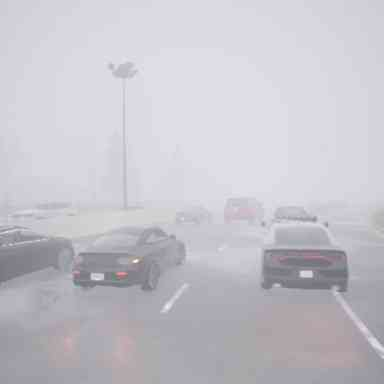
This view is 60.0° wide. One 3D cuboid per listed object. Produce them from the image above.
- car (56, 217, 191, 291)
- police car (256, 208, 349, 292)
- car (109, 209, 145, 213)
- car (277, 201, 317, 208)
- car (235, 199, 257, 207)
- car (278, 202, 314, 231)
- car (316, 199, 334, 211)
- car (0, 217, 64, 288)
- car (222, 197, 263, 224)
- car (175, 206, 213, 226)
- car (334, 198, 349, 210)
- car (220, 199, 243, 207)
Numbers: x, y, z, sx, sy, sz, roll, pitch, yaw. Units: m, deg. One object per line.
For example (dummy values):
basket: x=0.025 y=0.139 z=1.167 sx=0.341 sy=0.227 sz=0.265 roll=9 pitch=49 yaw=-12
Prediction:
car: x=-1.520 y=1.652 z=9.336 sx=1.812 sy=1.442 sz=4.674 roll=-1 pitch=-1 yaw=12
police car: x=2.900 y=1.476 z=9.277 sx=1.930 sy=1.638 sz=5.238 roll=-1 pitch=-1 yaw=13
car: x=-5.929 y=1.925 z=30.056 sx=1.837 sy=1.490 sz=4.892 roll=-2 pitch=-1 yaw=24
car: x=5.256 y=1.449 z=17.485 sx=2.097 sy=1.767 sz=4.553 roll=-1 pitch=-1 yaw=19
car: x=9.839 y=2.043 z=60.782 sx=1.994 sy=1.385 sz=4.181 roll=-2 pitch=-1 yaw=42
car: x=7.168 y=1.575 z=22.567 sx=1.801 sy=1.575 sz=5.366 roll=-1 pitch=-1 yaw=22
car: x=14.471 y=1.729 z=38.451 sx=1.994 sy=1.385 sz=4.181 roll=-1 pitch=-1 yaw=36
car: x=-5.138 y=1.676 z=9.075 sx=2.128 sy=1.511 sz=4.902 roll=-1 pitch=-1 yaw=12
car: x=4.275 y=1.436 z=26.849 sx=2.150 sy=2.045 sz=5.566 roll=-1 pitch=-1 yaw=24
car: x=0.200 y=1.801 z=26.152 sx=1.812 sy=1.442 sz=4.674 roll=-1 pitch=-1 yaw=22
car: x=20.334 y=1.656 z=46.533 sx=1.837 sy=1.490 sz=4.892 roll=-2 pitch=-1 yaw=42
car: x=7.642 y=2.050 z=63.546 sx=1.837 sy=1.490 sz=4.892 roll=-2 pitch=-1 yaw=43
